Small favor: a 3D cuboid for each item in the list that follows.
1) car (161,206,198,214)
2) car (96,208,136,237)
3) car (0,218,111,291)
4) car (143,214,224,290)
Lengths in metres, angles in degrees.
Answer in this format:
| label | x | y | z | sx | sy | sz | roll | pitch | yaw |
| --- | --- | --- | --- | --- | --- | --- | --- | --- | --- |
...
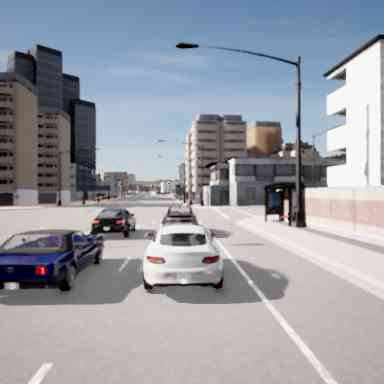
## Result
| label | x | y | z | sx | sy | sz | roll | pitch | yaw |
| --- | --- | --- | --- | --- | --- | --- | --- | --- | --- |
| car | -0.694 | 1.542 | 18.878 | 2.128 | 1.511 | 4.902 | 0 | 0 | -3 |
| car | -4.152 | 1.577 | 18.058 | 1.812 | 1.442 | 4.674 | 0 | 0 | -3 |
| car | -3.723 | 1.628 | 8.960 | 1.895 | 1.301 | 4.718 | 0 | 0 | -2 |
| car | -0.251 | 1.549 | 9.029 | 1.812 | 1.442 | 4.674 | 0 | 0 | -2 |
